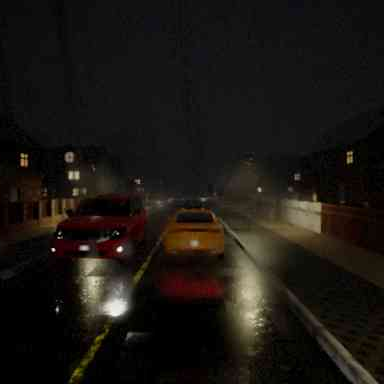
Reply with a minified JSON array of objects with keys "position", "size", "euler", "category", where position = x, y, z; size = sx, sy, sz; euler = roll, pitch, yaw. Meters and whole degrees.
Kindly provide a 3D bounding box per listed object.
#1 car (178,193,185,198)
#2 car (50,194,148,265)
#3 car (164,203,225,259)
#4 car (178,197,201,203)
[{"position":[-2.764,1.032,87.457],"size":[2.033,1.411,5.357],"euler":[0,0,0],"category":"car"},{"position":[-2.853,1.103,11.571],"size":[2.150,2.045,5.566],"euler":[0,1,0],"category":"car"},{"position":[0.088,1.355,12.175],"size":[1.882,1.535,5.008],"euler":[0,0,0],"category":"car"},{"position":[0.085,1.324,26.362],"size":[1.994,1.385,4.181],"euler":[0,0,0],"category":"car"}]
